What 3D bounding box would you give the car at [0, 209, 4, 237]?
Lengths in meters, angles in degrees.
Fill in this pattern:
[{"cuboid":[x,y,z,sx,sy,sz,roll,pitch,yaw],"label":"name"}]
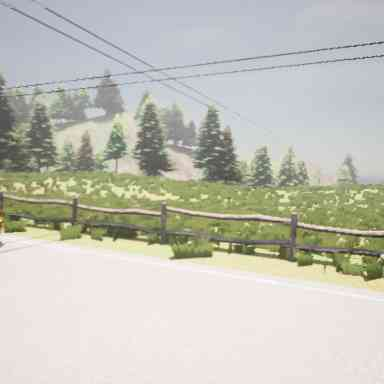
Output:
[{"cuboid":[-7.947,0.721,10.091,5.008,1.535,1.882,3,3,27],"label":"car"}]
